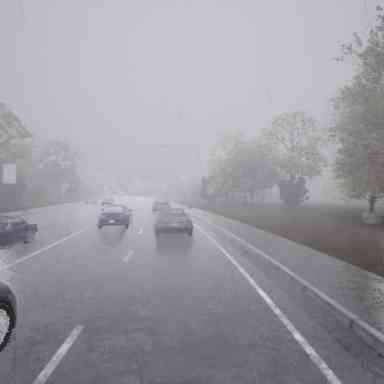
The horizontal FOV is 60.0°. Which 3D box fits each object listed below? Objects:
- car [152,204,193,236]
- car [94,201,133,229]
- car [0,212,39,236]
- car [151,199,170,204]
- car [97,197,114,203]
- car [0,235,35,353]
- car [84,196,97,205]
[{"bbox_3d":[-1.050,1.568,18.369,1.994,1.385,4.181,0,0,-5],"label":"car"},{"bbox_3d":[-4.894,1.538,21.546,1.812,1.442,4.674,0,0,-6],"label":"car"},{"bbox_3d":[-7.743,1.620,12.889,1.895,1.301,4.718,0,0,-5],"label":"car"},{"bbox_3d":[-3.301,1.502,35.678,2.128,1.511,4.902,0,0,-9],"label":"car"},{"bbox_3d":[-13.343,1.574,52.890,2.033,1.411,5.357,0,0,-9],"label":"car"},{"bbox_3d":[-3.540,1.514,3.109,1.837,1.490,4.892,0,0,-1],"label":"car"},{"bbox_3d":[-17.934,1.527,59.352,2.128,1.511,4.902,0,0,-9],"label":"car"}]
